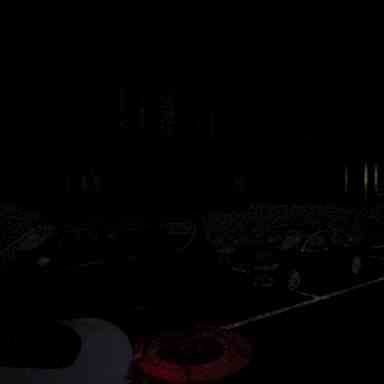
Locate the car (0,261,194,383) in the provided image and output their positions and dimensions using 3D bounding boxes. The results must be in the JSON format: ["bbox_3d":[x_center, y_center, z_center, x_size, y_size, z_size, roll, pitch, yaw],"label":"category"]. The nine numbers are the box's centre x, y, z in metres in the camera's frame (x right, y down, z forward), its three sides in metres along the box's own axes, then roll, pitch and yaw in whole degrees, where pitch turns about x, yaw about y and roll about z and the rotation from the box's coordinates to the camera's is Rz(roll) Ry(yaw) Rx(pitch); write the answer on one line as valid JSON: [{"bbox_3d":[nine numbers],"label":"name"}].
[{"bbox_3d":[-2.435,1.526,1.642,4.674,1.442,1.812,0,0,-35],"label":"car"}]

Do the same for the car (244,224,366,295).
[{"bbox_3d":[2.824,1.553,8.662,4.403,1.369,2.008,0,0,-35],"label":"car"}]

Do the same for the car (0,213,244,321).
[{"bbox_3d":[-1.798,1.316,5.366,5.009,1.841,2.192,0,0,-35],"label":"car"}]
